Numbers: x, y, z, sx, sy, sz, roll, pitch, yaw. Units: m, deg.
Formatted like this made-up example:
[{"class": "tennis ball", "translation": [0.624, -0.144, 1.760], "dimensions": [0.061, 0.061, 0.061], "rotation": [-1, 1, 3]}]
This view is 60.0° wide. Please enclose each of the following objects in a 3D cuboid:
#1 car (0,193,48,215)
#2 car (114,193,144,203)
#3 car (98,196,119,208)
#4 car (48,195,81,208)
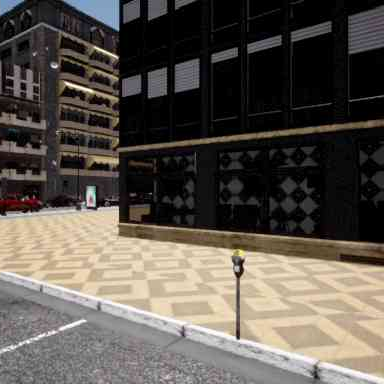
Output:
[{"class": "car", "translation": [-15.608, 1.029, 28.786], "dimensions": [2.192, 1.841, 5.009], "rotation": [1, 2, 35]}, {"class": "car", "translation": [-9.763, 0.834, 51.715], "dimensions": [2.008, 1.369, 4.403], "rotation": [2, 2, 35]}, {"class": "car", "translation": [-9.237, 1.072, 37.874], "dimensions": [1.947, 1.339, 4.313], "rotation": [1, 2, 35]}, {"class": "car", "translation": [-15.763, 1.080, 38.689], "dimensions": [1.812, 1.442, 4.674], "rotation": [0, 2, 34]}]
